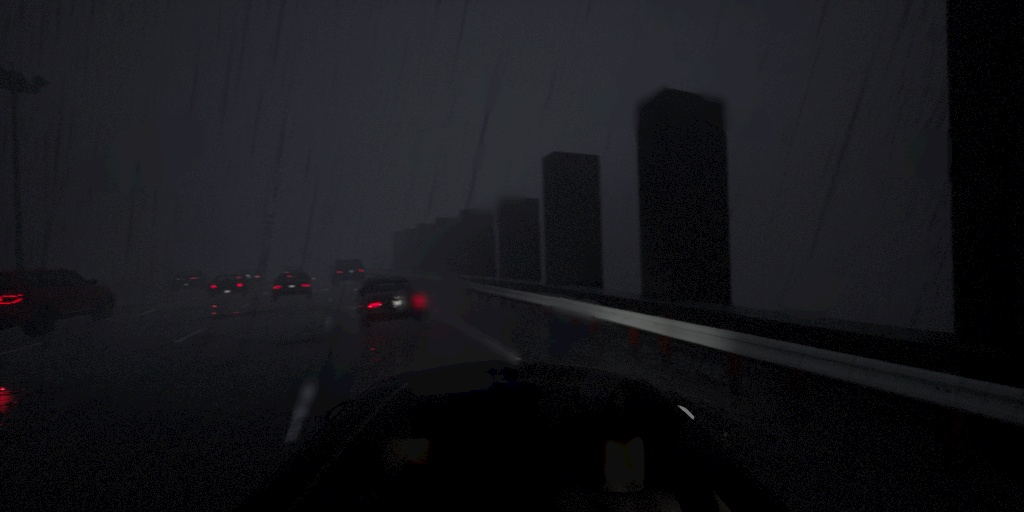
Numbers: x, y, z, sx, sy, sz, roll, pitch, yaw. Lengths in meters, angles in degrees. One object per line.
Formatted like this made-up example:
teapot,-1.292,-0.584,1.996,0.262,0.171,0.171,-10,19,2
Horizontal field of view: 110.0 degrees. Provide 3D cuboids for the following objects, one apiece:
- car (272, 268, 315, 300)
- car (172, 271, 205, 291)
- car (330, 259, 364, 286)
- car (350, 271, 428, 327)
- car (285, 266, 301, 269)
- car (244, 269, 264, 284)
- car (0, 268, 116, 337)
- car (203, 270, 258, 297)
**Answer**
car,-12.337,1.609,20.305,2.033,1.411,5.357,-2,0,-29
car,-25.353,1.921,28.510,2.128,1.511,4.902,-2,0,-32
car,-13.498,1.288,29.350,2.150,2.045,5.566,-2,0,-31
car,-4.244,1.391,12.250,2.033,1.411,5.357,-2,0,-25
car,-22.151,1.798,36.299,2.128,1.511,4.902,-2,0,-34
car,-24.517,1.935,33.569,2.033,1.411,5.357,-2,0,-34
car,-15.686,1.414,11.696,2.150,2.045,5.566,-2,0,-27
car,-17.948,1.824,23.080,1.895,1.301,4.718,-2,0,-30
